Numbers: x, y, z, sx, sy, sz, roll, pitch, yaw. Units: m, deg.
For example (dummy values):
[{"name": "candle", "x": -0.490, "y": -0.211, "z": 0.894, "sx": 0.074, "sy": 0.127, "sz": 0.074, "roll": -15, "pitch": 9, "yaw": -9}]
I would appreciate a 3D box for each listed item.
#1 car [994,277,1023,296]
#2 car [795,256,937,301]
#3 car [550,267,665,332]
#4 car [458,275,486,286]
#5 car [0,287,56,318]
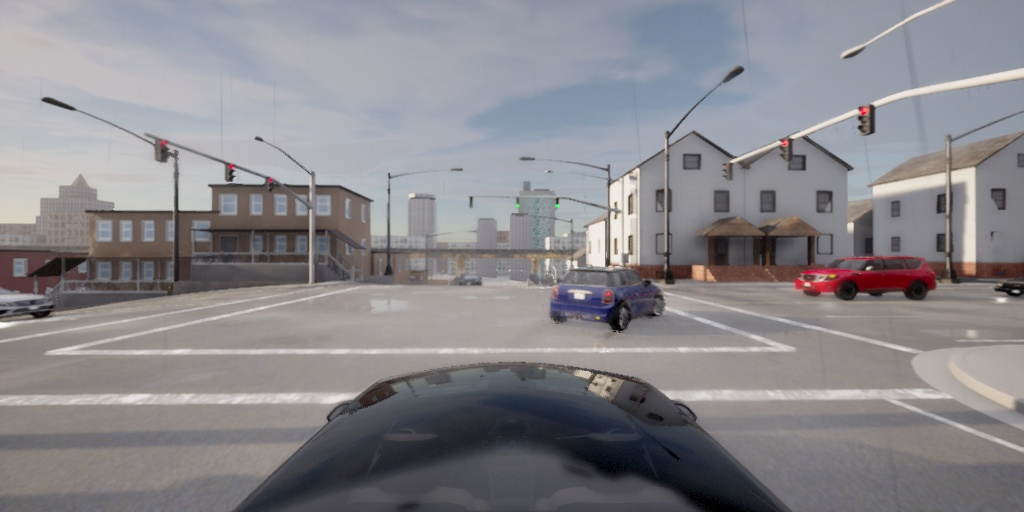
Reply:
[{"name": "car", "x": 27.344, "y": 1.356, "z": 17.608, "sx": 5.357, "sy": 1.411, "sz": 2.033, "roll": 0, "pitch": 0, "yaw": -1}, {"name": "car", "x": 17.101, "y": 1.029, "z": 17.465, "sx": 5.566, "sy": 2.045, "sz": 2.150, "roll": 0, "pitch": 0, "yaw": -1}, {"name": "car", "x": 3.150, "y": 1.115, "z": 11.313, "sx": 2.097, "sy": 1.767, "sz": 4.553, "roll": 1, "pitch": 0, "yaw": 39}, {"name": "car", "x": -3.639, "y": 2.424, "z": 32.763, "sx": 1.812, "sy": 1.442, "sz": 4.674, "roll": 0, "pitch": -9, "yaw": 0}, {"name": "car", "x": -20.021, "y": 1.810, "z": 13.228, "sx": 4.674, "sy": 1.442, "sz": 1.812, "roll": -4, "pitch": 0, "yaw": -1}]
